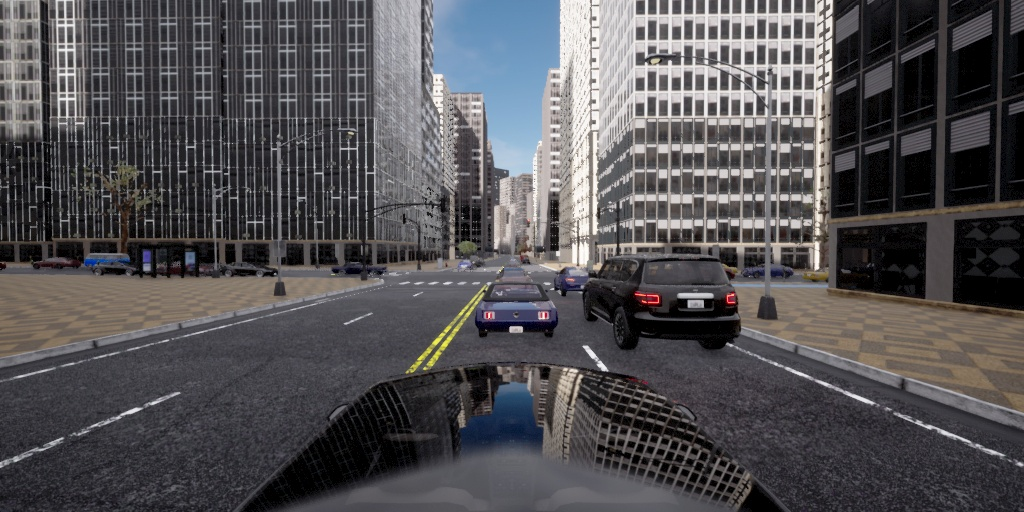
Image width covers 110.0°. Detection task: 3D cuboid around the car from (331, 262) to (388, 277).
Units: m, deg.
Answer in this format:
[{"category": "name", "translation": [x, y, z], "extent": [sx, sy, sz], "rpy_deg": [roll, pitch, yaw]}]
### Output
[{"category": "car", "translation": [-14.275, 1.239, 33.881], "extent": [4.718, 1.301, 1.895], "rpy_deg": [0, 1, -1]}]

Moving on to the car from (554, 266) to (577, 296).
[{"category": "car", "translation": [3.336, 1.267, 18.924], "extent": [1.812, 1.442, 4.674], "rpy_deg": [0, 0, 0]}]

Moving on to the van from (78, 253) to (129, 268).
[{"category": "van", "translation": [-45.319, 0.605, 40.124], "extent": [3.998, 1.789, 1.690], "rpy_deg": [0, 0, 1]}]

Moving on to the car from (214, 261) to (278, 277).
[{"category": "car", "translation": [-22.756, 1.174, 31.176], "extent": [4.313, 1.339, 1.948], "rpy_deg": [0, 0, 1]}]

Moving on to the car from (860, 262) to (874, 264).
[{"category": "car", "translation": [35.906, 1.385, 36.123], "extent": [4.553, 1.767, 2.097], "rpy_deg": [0, 1, 1]}]

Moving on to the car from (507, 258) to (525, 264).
[{"category": "car", "translation": [0.183, 1.260, 44.947], "extent": [2.033, 1.411, 5.357], "rpy_deg": [0, 0, 3]}]

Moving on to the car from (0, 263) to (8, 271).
[{"category": "car", "translation": [-51.946, 0.896, 34.533], "extent": [4.718, 1.301, 1.895], "rpy_deg": [1, 1, 2]}]

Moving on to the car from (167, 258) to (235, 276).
[{"category": "car", "translation": [-29.404, 1.007, 34.013], "extent": [4.892, 1.490, 1.837], "rpy_deg": [1, 1, 1]}]

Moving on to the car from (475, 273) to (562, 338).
[{"category": "car", "translation": [0.095, 1.347, 10.194], "extent": [1.895, 1.301, 4.718], "rpy_deg": [0, 0, 0]}]

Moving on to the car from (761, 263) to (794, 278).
[{"category": "car", "translation": [25.805, 1.471, 36.305], "extent": [4.674, 1.442, 1.812], "rpy_deg": [1, 1, 1]}]

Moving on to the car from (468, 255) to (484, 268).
[{"category": "car", "translation": [-6.623, 0.925, 61.183], "extent": [2.150, 2.045, 5.566], "rpy_deg": [0, 0, 0]}]

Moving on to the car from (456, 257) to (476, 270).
[{"category": "car", "translation": [-6.630, 1.241, 51.221], "extent": [1.812, 1.442, 4.674], "rpy_deg": [0, 0, -2]}]

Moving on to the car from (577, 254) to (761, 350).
[{"category": "car", "translation": [3.345, 0.968, 9.233], "extent": [2.150, 2.045, 5.566], "rpy_deg": [0, 0, 0]}]

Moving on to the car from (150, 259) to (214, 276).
[{"category": "car", "translation": [-28.440, 1.138, 31.305], "extent": [4.207, 1.307, 1.802], "rpy_deg": [0, 0, 1]}]

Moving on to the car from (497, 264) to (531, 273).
[{"category": "car", "translation": [0.088, 1.305, 18.931], "extent": [1.994, 1.385, 4.181], "rpy_deg": [0, 0, 0]}]

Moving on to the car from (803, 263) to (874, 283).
[{"category": "car", "translation": [27.618, 1.579, 30.493], "extent": [4.829, 1.417, 1.751], "rpy_deg": [0, 0, 1]}]

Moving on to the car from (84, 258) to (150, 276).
[{"category": "car", "translation": [-34.121, 1.069, 31.473], "extent": [4.313, 1.339, 1.948], "rpy_deg": [0, 0, 1]}]
